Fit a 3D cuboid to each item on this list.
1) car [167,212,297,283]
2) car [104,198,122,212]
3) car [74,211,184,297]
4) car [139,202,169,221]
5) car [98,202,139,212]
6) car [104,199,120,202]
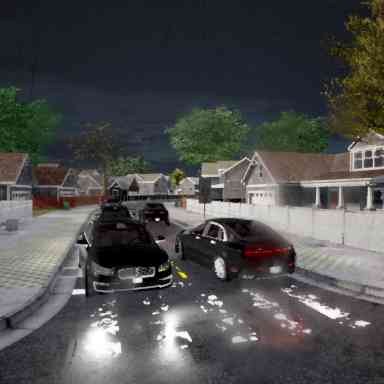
[{"bbox_3d":[1.007,1.515,9.862,1.837,1.490,4.892,-1,1,-22],"label":"car"},{"bbox_3d":[-9.289,1.523,39.367,1.812,1.442,4.674,0,0,-10],"label":"car"},{"bbox_3d":[-1.972,1.496,8.833,1.837,1.490,4.892,0,0,-22],"label":"car"},{"bbox_3d":[-2.805,1.513,23.598,1.837,1.490,4.892,0,0,-14],"label":"car"},{"bbox_3d":[-4.182,1.498,18.080,1.837,1.490,4.892,0,0,-15],"label":"car"},{"bbox_3d":[-6.861,1.488,28.386,2.128,1.511,4.902,0,0,-14],"label":"car"}]
